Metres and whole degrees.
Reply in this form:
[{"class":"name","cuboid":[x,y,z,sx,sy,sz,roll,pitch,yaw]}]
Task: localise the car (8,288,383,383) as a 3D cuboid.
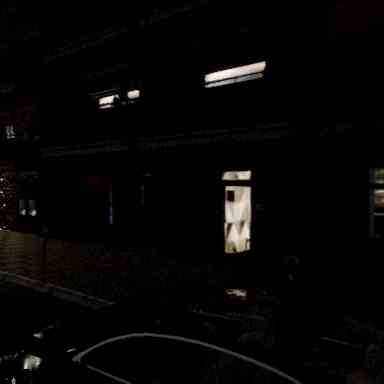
[{"class":"car","cuboid":[0.182,1.550,2.731,4.403,1.369,2.008,0,1,36]}]
